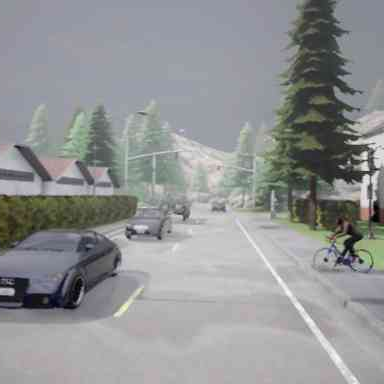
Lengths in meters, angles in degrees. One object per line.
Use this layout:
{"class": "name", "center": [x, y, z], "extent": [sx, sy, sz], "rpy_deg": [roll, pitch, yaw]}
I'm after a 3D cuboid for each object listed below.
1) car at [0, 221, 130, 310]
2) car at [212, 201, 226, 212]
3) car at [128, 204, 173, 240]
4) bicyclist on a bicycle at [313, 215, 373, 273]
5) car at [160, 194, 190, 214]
{"class": "car", "center": [-3.082, 1.582, 7.805], "extent": [1.994, 1.385, 4.181], "rpy_deg": [1, -1, 5]}
{"class": "car", "center": [3.824, 2.057, 47.325], "extent": [2.128, 1.511, 4.902], "rpy_deg": [1, -1, 5]}
{"class": "car", "center": [-2.225, 1.636, 18.159], "extent": [2.128, 1.511, 4.902], "rpy_deg": [1, -1, 5]}
{"class": "bicyclist on a bicycle", "center": [4.286, 1.476, 9.393], "extent": [1.656, 1.620, 0.582], "rpy_deg": [2, -1, 5]}
{"class": "car", "center": [-1.344, 1.144, 27.883], "extent": [2.150, 2.045, 5.566], "rpy_deg": [1, -1, 5]}
